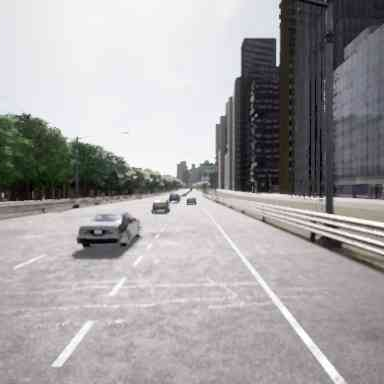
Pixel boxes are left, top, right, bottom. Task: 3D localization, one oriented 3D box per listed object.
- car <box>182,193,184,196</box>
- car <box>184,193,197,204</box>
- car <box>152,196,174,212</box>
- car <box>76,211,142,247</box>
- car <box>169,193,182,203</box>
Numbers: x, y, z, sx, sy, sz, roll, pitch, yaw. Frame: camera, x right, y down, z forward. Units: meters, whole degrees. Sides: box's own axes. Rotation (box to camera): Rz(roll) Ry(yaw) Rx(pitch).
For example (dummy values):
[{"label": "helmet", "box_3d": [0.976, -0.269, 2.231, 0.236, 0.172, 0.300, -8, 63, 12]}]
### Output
[{"label": "car", "box_3d": [-3.900, 1.573, 91.366, 2.033, 1.411, 5.357, 0, 0, 0]}, {"label": "car", "box_3d": [-0.113, 1.530, 62.926, 2.128, 1.511, 4.902, 0, 0, 0]}, {"label": "car", "box_3d": [-3.585, 1.516, 38.937, 2.128, 1.511, 4.902, 0, 0, 0]}, {"label": "car", "box_3d": [-3.513, 1.552, 14.931, 2.033, 1.411, 5.357, 0, 0, 0]}, {"label": "car", "box_3d": [-3.772, 1.266, 71.525, 2.150, 2.045, 5.566, 0, 0, 0]}]
